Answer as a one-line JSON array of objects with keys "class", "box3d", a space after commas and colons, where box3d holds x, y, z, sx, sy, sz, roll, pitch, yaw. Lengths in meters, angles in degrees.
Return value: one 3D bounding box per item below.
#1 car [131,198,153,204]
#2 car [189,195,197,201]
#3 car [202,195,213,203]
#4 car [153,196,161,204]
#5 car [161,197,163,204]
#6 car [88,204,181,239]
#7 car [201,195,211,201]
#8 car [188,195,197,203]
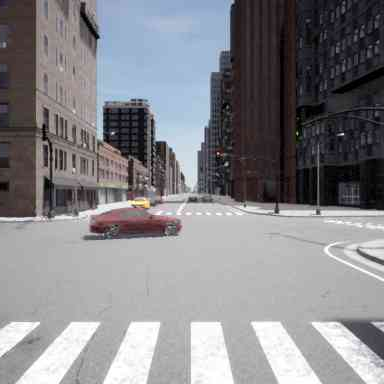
[{"class": "car", "box3d": [-6.521, 1.482, 42.196, 1.882, 1.535, 5.008, 0, 0, 0]}, {"class": "car", "box3d": [0.148, 1.446, 81.389, 1.882, 1.535, 5.008, 0, 0, 0]}, {"class": "car", "box3d": [3.379, 1.527, 70.964, 2.128, 1.511, 4.902, 0, 0, 0]}, {"class": "car", "box3d": [-6.490, 1.570, 51.446, 1.994, 1.385, 4.181, 0, 0, 1]}, {"class": "car", "box3d": [-6.450, 1.483, 61.867, 1.882, 1.535, 5.008, 0, 0, 0]}, {"class": "car", "box3d": [-2.854, 1.531, 16.962, 4.674, 1.442, 1.812, 0, 0, -19]}, {"class": "car", "box3d": [3.398, 1.493, 81.384, 2.128, 1.511, 4.902, 0, 0, 0]}, {"class": "car", "box3d": [0.129, 1.479, 70.970, 1.882, 1.535, 5.008, 0, 0, 0]}]
